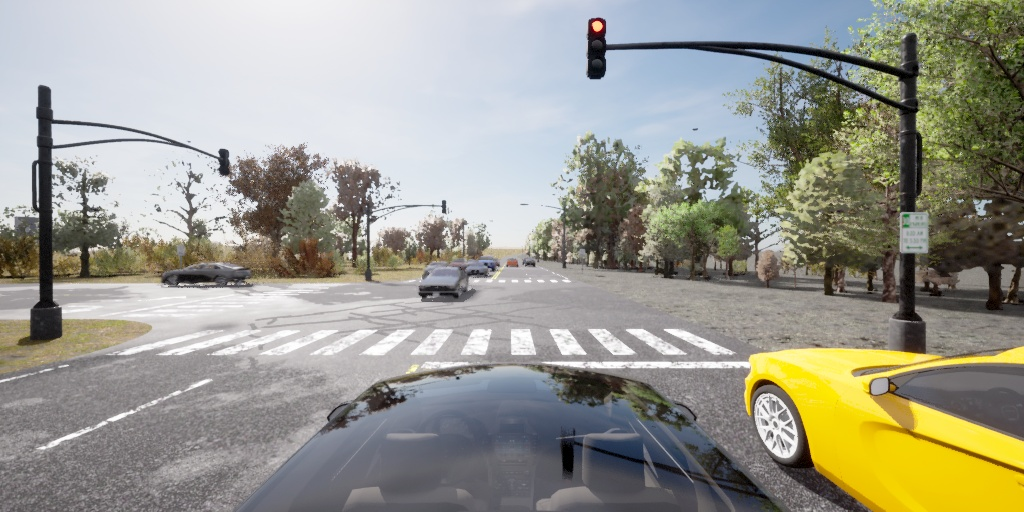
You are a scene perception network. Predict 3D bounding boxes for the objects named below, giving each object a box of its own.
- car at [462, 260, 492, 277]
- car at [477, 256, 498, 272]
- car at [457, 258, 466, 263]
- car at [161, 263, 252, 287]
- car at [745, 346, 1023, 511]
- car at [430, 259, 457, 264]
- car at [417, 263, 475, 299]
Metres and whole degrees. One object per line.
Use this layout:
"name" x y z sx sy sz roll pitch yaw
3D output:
"car" -3.351 1.313 34.617 1.994 1.385 4.181 0 0 0
"car" -3.353 0.969 47.540 2.150 2.045 5.566 0 0 0
"car" -6.600 1.101 45.034 2.097 1.767 4.553 0 0 0
"car" -19.856 1.187 23.417 4.902 1.511 2.128 0 0 -5
"car" 3.363 1.195 1.727 1.882 1.535 5.008 0 1 0
"car" -6.601 1.240 32.265 2.128 1.511 4.902 0 0 0
"car" -3.343 1.295 18.491 2.033 1.411 5.357 0 0 0
